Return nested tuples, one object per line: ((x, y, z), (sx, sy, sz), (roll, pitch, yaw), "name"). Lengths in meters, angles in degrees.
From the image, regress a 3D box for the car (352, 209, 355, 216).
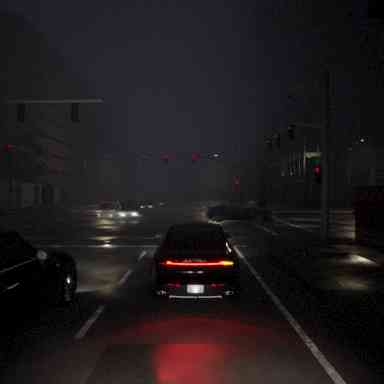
((15.976, 1.656, 27.665), (4.718, 1.301, 1.895), (0, 0, 0), "car")

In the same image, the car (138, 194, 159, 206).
((-7.405, 1.546, 56.250), (2.033, 1.411, 5.357), (0, 0, 1), "car")

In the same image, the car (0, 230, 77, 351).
((-3.445, 1.352, 5.119), (2.097, 1.767, 4.553), (0, 0, 0), "car")

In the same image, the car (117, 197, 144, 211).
((-7.442, 1.601, 40.846), (1.895, 1.301, 4.718), (0, 0, 0), "car")

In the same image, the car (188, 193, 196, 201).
((-0.004, 1.225, 84.459), (2.150, 2.045, 5.566), (0, 0, 1), "car")

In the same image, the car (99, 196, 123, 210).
((-10.962, 1.478, 44.314), (1.882, 1.535, 5.008), (0, 0, 0), "car")

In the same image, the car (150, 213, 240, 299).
((0.082, 1.505, 8.441), (1.837, 1.490, 4.892), (0, 0, 0), "car")

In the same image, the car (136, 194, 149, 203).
((-10.649, 1.354, 71.506), (2.097, 1.767, 4.553), (0, 0, 1), "car")

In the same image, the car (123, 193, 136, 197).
((-10.890, 1.219, 57.076), (2.150, 2.045, 5.566), (0, 0, 1), "car")

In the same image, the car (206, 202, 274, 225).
((3.477, 1.530, 24.526), (4.902, 1.511, 2.128), (1, 0, 17), "car")

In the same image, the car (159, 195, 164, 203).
((-7.154, 1.476, 71.062), (1.882, 1.535, 5.008), (0, 0, 1), "car")

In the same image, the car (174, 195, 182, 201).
((-3.507, 1.553, 84.235), (1.994, 1.385, 4.181), (0, 0, 1), "car")
